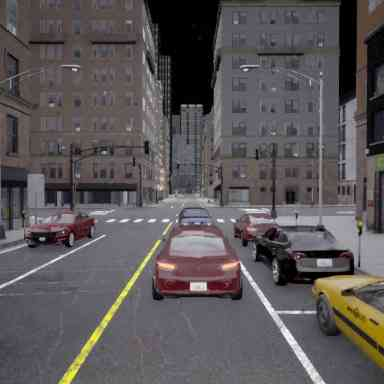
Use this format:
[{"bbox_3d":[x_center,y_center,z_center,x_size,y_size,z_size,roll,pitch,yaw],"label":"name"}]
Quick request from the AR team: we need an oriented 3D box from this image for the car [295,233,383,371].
[{"bbox_3d":[2.866,1.524,3.848,1.752,1.417,4.829,-1,0,0],"label":"car"}]

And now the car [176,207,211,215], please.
[{"bbox_3d":[0.136,1.542,18.253,2.033,1.411,5.357,0,0,-3],"label":"car"}]

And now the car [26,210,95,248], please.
[{"bbox_3d":[-5.676,1.540,14.849,1.887,1.381,4.507,-1,0,0],"label":"car"}]

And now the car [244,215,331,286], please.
[{"bbox_3d":[2.868,1.563,9.264,1.947,1.339,4.313,-1,0,0],"label":"car"}]

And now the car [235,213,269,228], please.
[{"bbox_3d":[2.869,1.577,14.850,1.802,1.307,4.206,-1,0,0],"label":"car"}]

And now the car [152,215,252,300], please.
[{"bbox_3d":[0.100,1.523,8.233,1.812,1.442,4.674,0,0,0],"label":"car"}]
